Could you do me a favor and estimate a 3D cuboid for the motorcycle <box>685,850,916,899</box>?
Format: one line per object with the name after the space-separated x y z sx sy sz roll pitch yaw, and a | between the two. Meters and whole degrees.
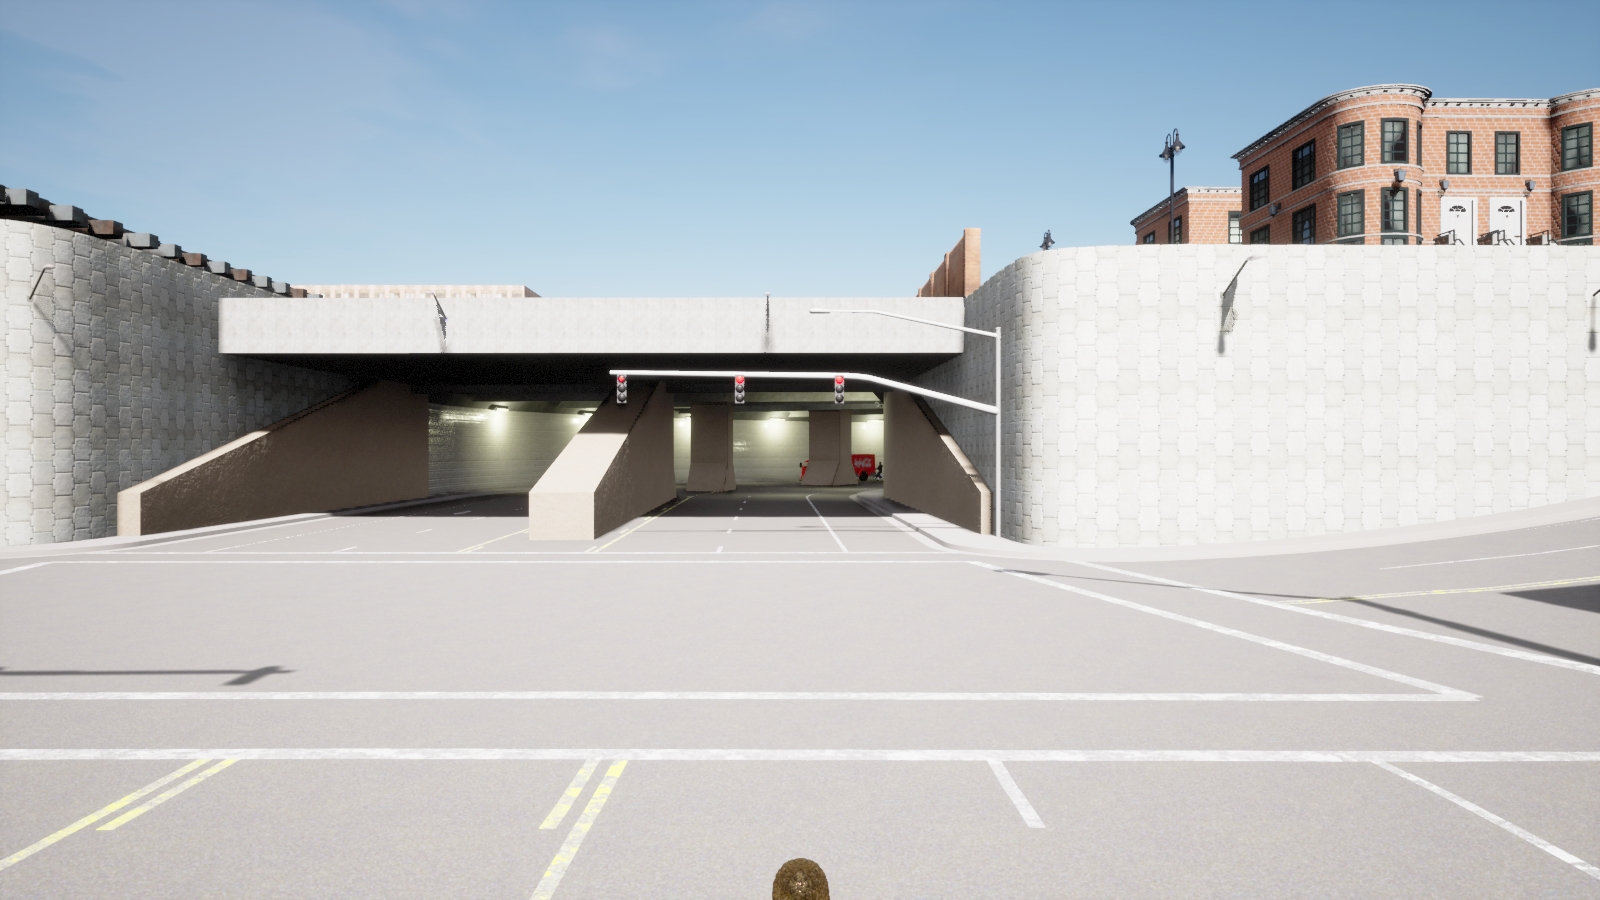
0.004 2.174 3.443 0.803 1.224 2.033 0 0 0 | motorcycle
